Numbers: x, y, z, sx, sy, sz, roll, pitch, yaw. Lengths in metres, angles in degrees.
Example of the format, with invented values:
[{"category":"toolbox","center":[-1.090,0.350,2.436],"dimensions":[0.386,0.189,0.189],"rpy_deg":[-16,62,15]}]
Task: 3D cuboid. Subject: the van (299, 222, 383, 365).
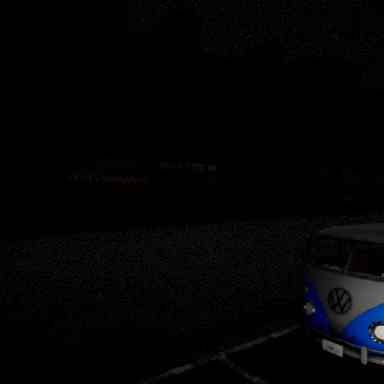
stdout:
[{"category":"van","center":[3.409,1.367,5.234],"dimensions":[3.998,1.788,1.690],"rpy_deg":[0,0,-36]}]
